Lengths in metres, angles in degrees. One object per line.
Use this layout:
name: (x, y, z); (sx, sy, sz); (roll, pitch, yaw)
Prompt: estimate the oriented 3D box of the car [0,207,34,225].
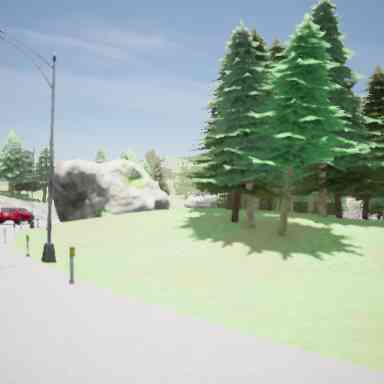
car: (-21.340, 2.881, 40.635); (2.150, 2.045, 5.566); (2, -4, -3)
